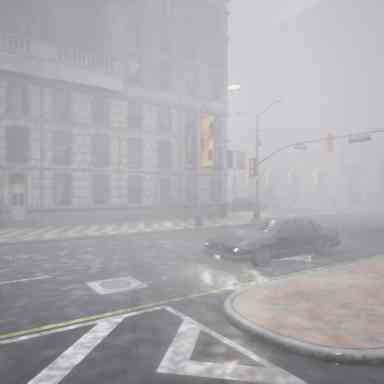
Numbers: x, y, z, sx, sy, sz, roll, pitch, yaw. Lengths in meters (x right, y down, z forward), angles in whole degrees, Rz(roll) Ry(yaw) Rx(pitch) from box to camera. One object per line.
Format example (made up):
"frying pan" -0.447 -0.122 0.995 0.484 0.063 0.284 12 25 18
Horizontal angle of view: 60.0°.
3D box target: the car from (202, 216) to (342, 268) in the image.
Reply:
"car" 2.955 1.547 11.442 5.357 1.411 2.033 0 0 -34

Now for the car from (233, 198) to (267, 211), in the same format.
"car" 7.127 1.491 41.281 2.128 1.511 4.902 0 0 -35

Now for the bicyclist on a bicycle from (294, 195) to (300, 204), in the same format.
"bicyclist on a bicycle" 17.991 1.300 57.149 1.656 1.620 0.582 0 0 -35
